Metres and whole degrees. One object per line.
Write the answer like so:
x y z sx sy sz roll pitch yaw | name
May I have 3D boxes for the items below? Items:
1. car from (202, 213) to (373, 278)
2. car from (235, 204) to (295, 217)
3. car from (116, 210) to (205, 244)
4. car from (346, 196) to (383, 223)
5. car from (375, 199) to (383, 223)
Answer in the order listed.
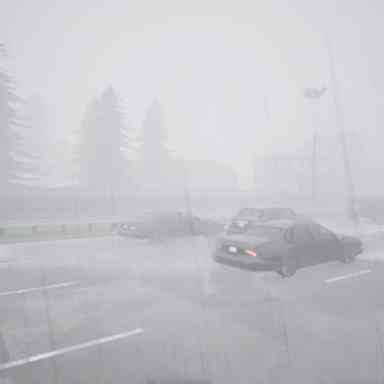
3.128 1.585 10.276 5.357 1.411 2.033 0 0 -36 | car
3.791 1.405 15.049 4.553 1.767 2.097 0 0 -36 | car
-0.876 1.585 16.020 5.357 1.411 2.033 0 0 -36 | car
14.879 1.348 27.261 5.566 2.045 2.150 0 0 -36 | car
7.587 1.273 9.159 5.566 2.045 2.150 0 0 -35 | car
